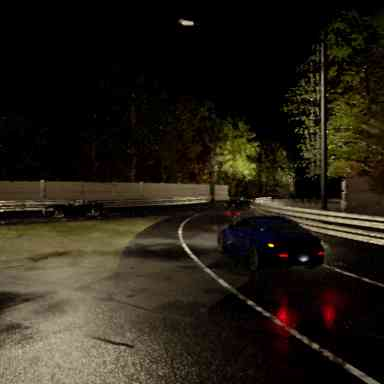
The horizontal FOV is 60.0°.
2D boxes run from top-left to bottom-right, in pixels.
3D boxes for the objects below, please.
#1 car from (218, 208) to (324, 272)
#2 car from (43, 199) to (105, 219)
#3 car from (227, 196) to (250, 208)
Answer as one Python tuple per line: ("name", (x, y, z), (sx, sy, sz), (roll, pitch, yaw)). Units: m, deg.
("car", (2.253, 1.451, 10.513), (1.812, 1.442, 4.674), (0, 0, -13))
("car", (-9.763, 1.353, 27.747), (4.902, 1.511, 2.128), (0, 0, -36))
("car", (5.504, 1.231, 38.767), (2.128, 1.511, 4.902), (0, 0, 24))
